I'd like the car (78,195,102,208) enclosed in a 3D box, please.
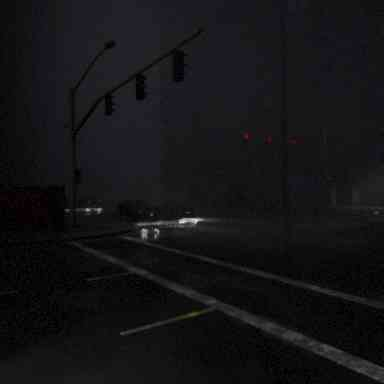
[{"bbox_3d":[-14.065,1.243,45.834,2.097,1.767,4.553,-1,0,-35],"label":"car"}]

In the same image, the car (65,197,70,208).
[{"bbox_3d":[-17.008,1.423,43.936,1.837,1.490,4.892,0,0,-35],"label":"car"}]

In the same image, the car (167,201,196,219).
[{"bbox_3d":[-1.484,1.455,28.302,1.994,1.385,4.181,-1,0,-36],"label":"car"}]

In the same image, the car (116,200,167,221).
[{"bbox_3d":[-4.371,1.408,26.319,2.128,1.511,4.902,-1,0,-36],"label":"car"}]
